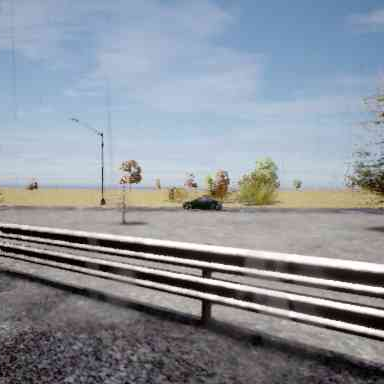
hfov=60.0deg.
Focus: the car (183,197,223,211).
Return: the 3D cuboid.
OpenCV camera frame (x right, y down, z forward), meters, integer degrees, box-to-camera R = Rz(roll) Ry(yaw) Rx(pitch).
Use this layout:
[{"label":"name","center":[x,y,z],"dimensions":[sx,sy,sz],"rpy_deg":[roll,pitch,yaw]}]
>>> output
[{"label":"car","center":[1.115,1.225,34.720],"dimensions":[4.181,1.385,1.994],"rpy_deg":[0,0,13]}]
